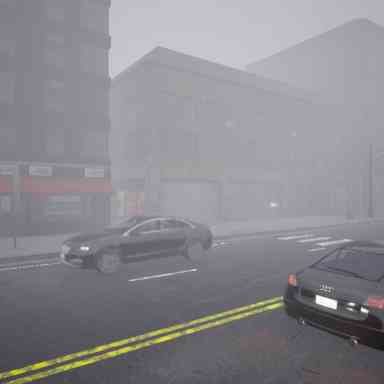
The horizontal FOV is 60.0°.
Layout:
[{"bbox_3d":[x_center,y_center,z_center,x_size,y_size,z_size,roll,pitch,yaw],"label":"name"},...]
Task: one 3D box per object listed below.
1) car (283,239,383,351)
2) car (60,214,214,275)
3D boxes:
[{"bbox_3d":[3.585,1.564,5.976,4.181,1.385,1.994,0,0,-35],"label":"car"},{"bbox_3d":[-1.545,1.492,10.551,4.902,1.511,2.128,0,0,-35],"label":"car"}]
